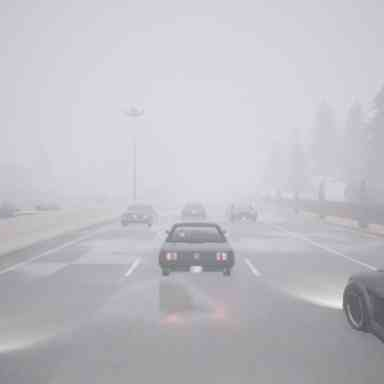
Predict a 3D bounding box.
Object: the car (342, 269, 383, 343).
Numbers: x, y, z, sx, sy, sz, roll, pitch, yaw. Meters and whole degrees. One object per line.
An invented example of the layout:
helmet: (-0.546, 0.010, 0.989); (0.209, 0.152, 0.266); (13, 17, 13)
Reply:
car: (3.595, 1.555, 4.114); (1.994, 1.385, 4.181); (0, 0, 0)

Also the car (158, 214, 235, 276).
car: (0.117, 1.570, 10.242); (1.895, 1.301, 4.718); (0, 0, 0)

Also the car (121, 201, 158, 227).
car: (-3.362, 1.480, 22.065); (2.033, 1.411, 5.357); (0, 0, 0)

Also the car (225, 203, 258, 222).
car: (3.648, 1.528, 25.359); (1.895, 1.301, 4.718); (0, 0, 0)

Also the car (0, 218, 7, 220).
car: (-14.050, 1.445, 24.076); (1.812, 1.442, 4.674); (0, 0, 0)

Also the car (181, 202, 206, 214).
car: (0.153, 1.482, 27.663); (1.994, 1.385, 4.181); (0, 0, 0)

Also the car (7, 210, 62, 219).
car: (-10.553, 1.524, 23.356); (1.895, 1.301, 4.718); (0, 0, 0)
